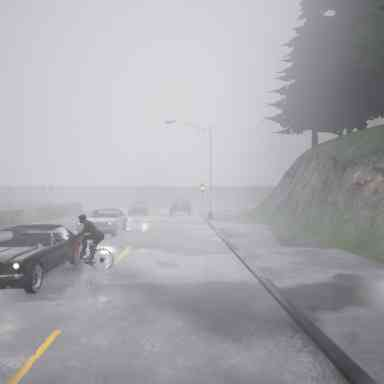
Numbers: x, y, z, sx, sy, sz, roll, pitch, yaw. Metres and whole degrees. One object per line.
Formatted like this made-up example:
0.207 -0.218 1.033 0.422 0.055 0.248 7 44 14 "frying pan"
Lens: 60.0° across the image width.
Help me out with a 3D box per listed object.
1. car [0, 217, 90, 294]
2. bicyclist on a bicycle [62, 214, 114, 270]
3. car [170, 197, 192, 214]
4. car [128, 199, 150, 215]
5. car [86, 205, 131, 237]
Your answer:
-4.404 1.596 8.907 1.895 1.301 4.718 0 0 -2 "car"
-3.053 1.483 9.617 1.656 1.620 0.582 4 0 -3 "bicyclist on a bicycle"
-1.107 1.351 35.891 2.097 1.767 4.553 0 0 2 "car"
-5.303 1.547 33.747 1.837 1.490 4.892 0 0 -2 "car"
-4.766 1.601 18.121 1.895 1.301 4.718 0 0 -2 "car"
